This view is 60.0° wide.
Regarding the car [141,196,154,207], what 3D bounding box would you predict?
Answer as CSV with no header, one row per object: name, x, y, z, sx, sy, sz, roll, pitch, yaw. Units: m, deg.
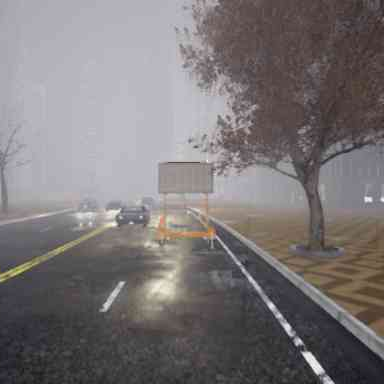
car,-6.874,1.430,51.376,1.882,1.535,5.008,0,0,-8

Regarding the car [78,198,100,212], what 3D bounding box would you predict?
car,-12.089,1.476,39.250,2.128,1.511,4.902,0,0,-6

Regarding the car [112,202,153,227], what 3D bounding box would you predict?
car,-3.877,1.594,22.562,1.895,1.301,4.718,0,0,-4

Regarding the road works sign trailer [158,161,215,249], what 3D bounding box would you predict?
road works sign trailer,-0.275,0.459,14.519,2.380,3.560,2.880,0,0,-3

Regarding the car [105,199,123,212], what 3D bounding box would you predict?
car,-8.716,1.544,38.233,1.994,1.385,4.181,0,0,-6
